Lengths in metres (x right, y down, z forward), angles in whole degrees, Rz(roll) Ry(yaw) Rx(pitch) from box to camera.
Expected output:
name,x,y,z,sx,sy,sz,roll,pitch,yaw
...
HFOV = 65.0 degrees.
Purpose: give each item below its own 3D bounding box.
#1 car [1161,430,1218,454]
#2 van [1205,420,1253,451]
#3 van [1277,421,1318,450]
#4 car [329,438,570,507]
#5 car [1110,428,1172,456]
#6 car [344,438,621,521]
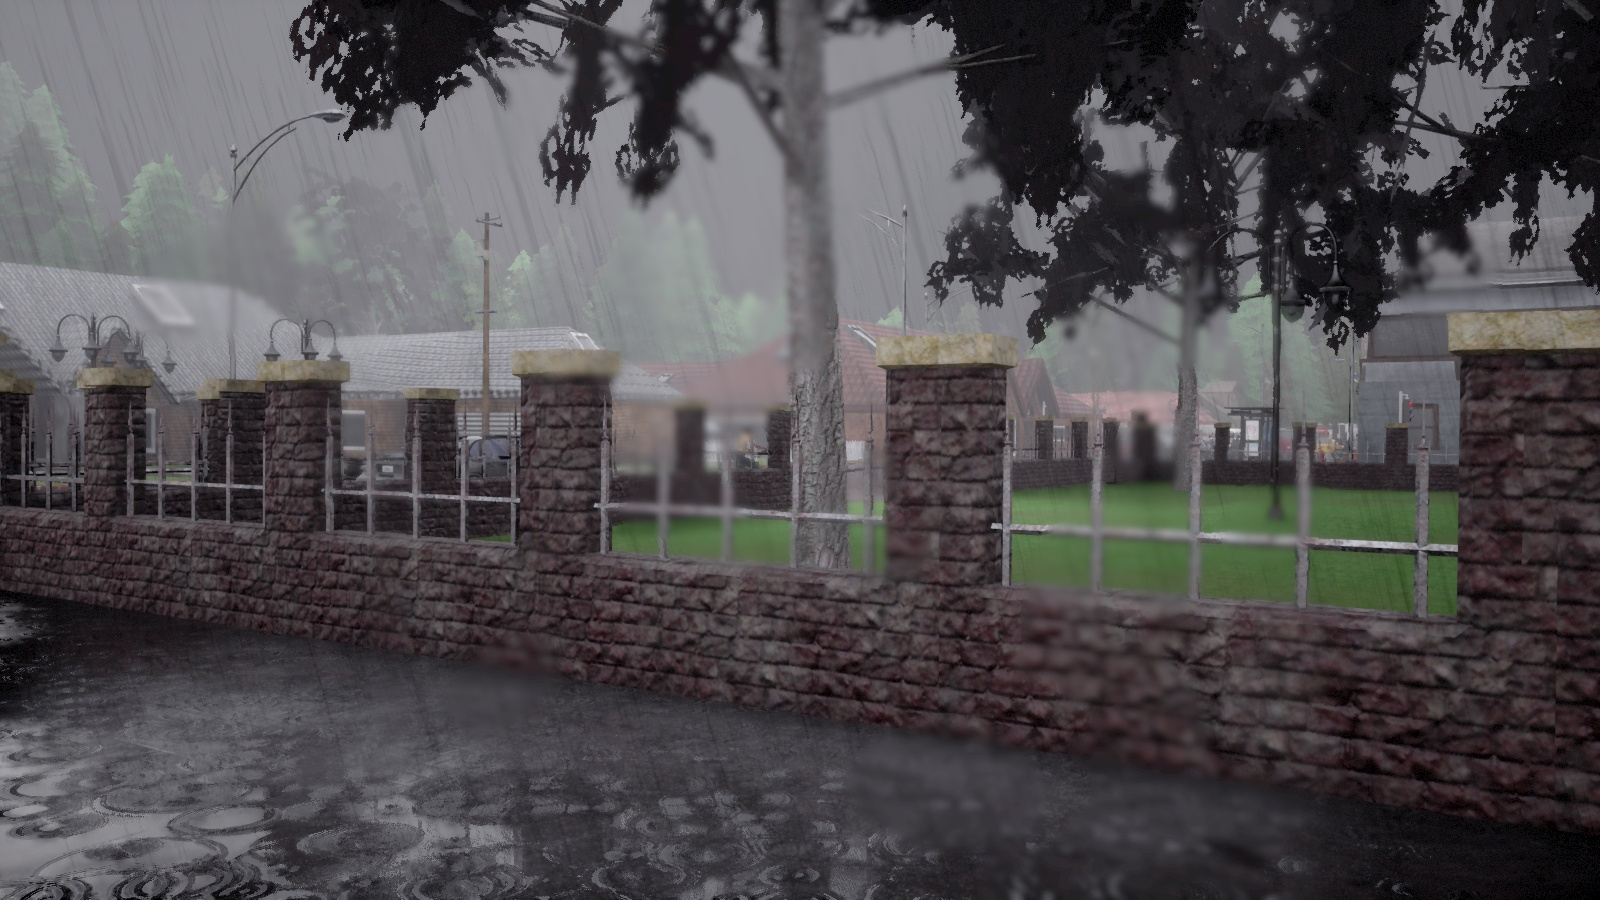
name,x,y,z,sx,sy,sz,roll,pitch,yaw
car,24.409,-0.515,78.576,2.033,1.411,5.357,0,1,33
van,29.586,-0.994,86.478,2.069,2.038,4.480,0,1,33
van,34.197,-1.003,86.217,1.775,1.987,4.442,0,1,33
car,-7.962,0.453,29.137,2.033,1.411,5.357,0,1,33
car,19.229,-0.460,70.638,2.007,1.525,4.514,0,1,34
car,-6.040,0.496,24.689,2.033,1.411,5.357,0,1,32
